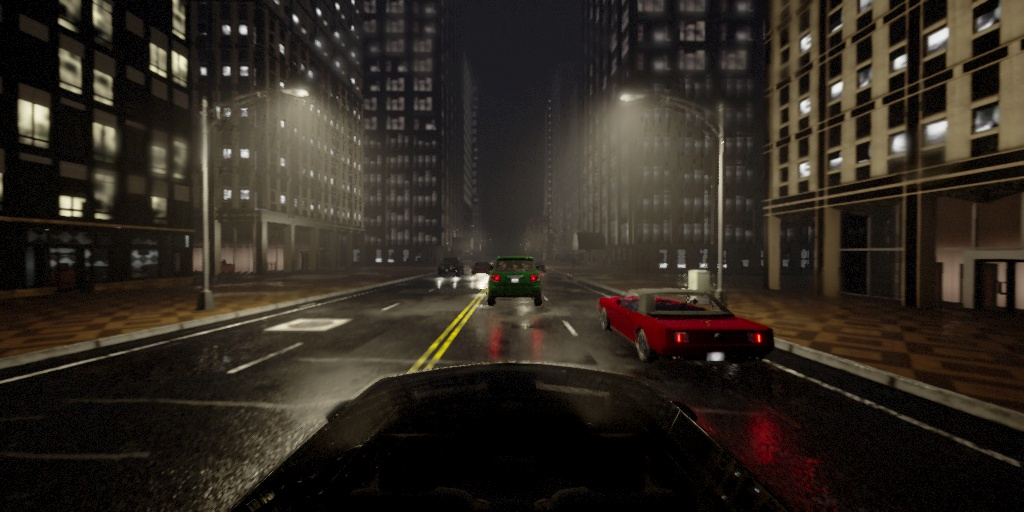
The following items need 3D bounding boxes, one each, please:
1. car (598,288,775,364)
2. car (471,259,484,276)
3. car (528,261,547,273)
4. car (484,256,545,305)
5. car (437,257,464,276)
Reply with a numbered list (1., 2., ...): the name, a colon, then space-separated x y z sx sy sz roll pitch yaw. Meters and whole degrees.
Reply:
1. car: 3.356 1.377 8.111 1.895 1.301 4.718 0 0 0
2. car: -3.292 1.354 39.270 1.882 1.535 5.008 0 0 0
3. car: 3.405 1.399 48.626 2.128 1.511 4.902 0 0 0
4. car: 0.118 1.025 16.372 2.150 2.045 5.566 0 0 0
5. car: -6.546 1.092 38.853 2.150 2.045 5.566 0 0 0
